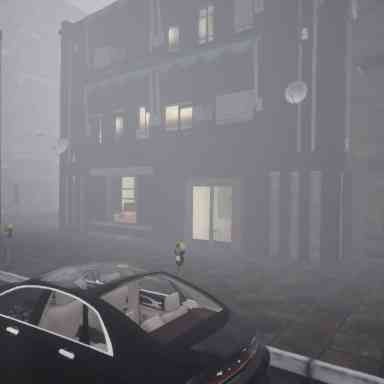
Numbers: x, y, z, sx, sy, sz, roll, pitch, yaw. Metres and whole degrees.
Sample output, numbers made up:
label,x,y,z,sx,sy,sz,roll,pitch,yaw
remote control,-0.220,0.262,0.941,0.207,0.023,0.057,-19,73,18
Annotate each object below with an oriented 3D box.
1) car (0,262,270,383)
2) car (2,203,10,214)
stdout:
label,x,y,z,sx,sy,sz,roll,pitch,yaw
car,-1.300,1.550,3.939,4.403,1.369,2.008,0,1,35
car,-21.544,1.623,34.882,2.008,1.369,4.403,1,0,36
